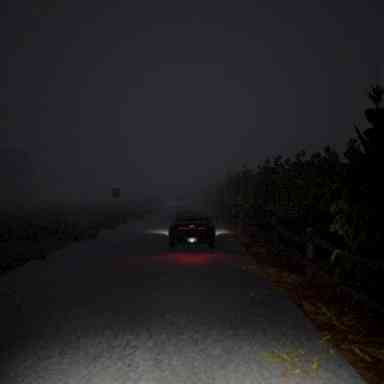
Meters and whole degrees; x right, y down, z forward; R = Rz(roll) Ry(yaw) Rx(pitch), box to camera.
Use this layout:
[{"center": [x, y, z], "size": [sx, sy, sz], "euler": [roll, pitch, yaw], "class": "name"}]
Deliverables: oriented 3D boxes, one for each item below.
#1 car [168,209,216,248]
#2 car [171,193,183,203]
[{"center": [0.000, 1.515, 14.650], "size": [1.837, 1.490, 4.892], "euler": [0, 0, 0], "class": "car"}, {"center": [-3.100, 1.218, 69.855], "size": [2.150, 2.045, 5.566], "euler": [0, 0, 0], "class": "car"}]
